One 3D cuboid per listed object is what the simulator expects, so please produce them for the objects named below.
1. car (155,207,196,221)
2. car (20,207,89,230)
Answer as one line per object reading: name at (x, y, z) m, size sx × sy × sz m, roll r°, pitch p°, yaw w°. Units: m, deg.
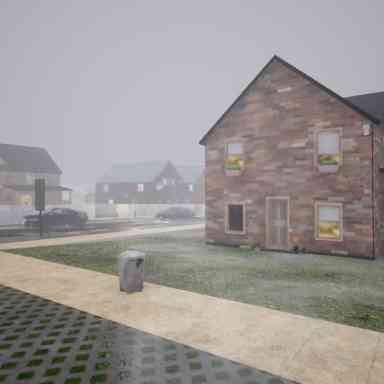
car at (-1.647, 2.290, 36.050) m, size 2.033 × 1.411 × 5.357 m, roll 0°, pitch -2°, yaw 35°
car at (-9.911, 1.878, 24.278) m, size 2.128 × 1.511 × 4.902 m, roll 0°, pitch -2°, yaw 35°
